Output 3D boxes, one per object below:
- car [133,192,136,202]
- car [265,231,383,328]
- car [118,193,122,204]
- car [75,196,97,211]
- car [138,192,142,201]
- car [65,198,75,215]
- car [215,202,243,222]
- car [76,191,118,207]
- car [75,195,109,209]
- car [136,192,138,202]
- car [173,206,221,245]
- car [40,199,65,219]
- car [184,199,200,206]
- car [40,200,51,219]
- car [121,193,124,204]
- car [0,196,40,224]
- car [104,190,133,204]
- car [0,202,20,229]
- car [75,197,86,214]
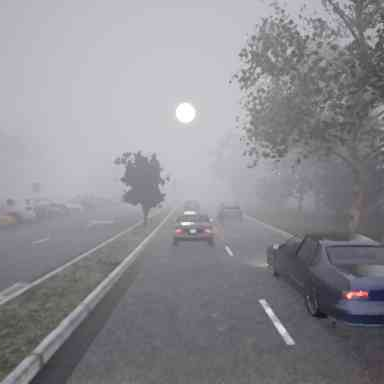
[{"bbox_3d":[-13.938,1.254,65.118,4.553,1.767,2.185,-1,0,-20],"label":"car"},{"bbox_3d":[3.085,1.604,7.458,2.033,1.411,5.357,0,0,0],"label":"car"},{"bbox_3d":[-13.763,1.441,50.176,5.366,1.575,1.946,-1,0,-20],"label":"car"},{"bbox_3d":[-13.907,1.539,38.104,5.008,1.535,2.097,-1,1,-20],"label":"car"},{"bbox_3d":[-13.986,1.372,71.114,4.892,1.521,2.231,-1,0,-20],"label":"car"},{"bbox_3d":[-13.935,1.455,32.092,4.553,1.767,2.185,-1,0,-20],"label":"car"},{"bbox_3d":[3.033,1.588,27.638,2.128,1.511,4.902,0,0,0],"label":"car"},{"bbox_3d":[-13.911,1.217,47.122,5.566,2.045,2.435,-1,0,-20],"label":"car"},{"bbox_3d":[-13.900,1.520,44.120,4.792,1.488,2.163,-1,0,-20],"label":"car"},{"bbox_3d":[-14.006,1.250,68.104,4.553,1.767,2.185,-1,0,-20],"label":"car"},{"bbox_3d":[0.048,1.651,16.091,2.033,1.411,5.357,0,0,0],"label":"car"},{"bbox_3d":[-13.899,1.639,29.104,4.674,1.452,2.002,-1,0,-20],"label":"car"},{"bbox_3d":[-0.003,1.579,40.624,1.994,1.385,4.181,0,0,0],"label":"car"},{"bbox_3d":[-13.916,1.635,26.079,4.792,1.488,2.163,-1,0,-20],"label":"car"},{"bbox_3d":[-14.116,1.430,53.041,5.366,1.575,1.946,-1,1,-20],"label":"car"},{"bbox_3d":[-13.914,1.361,23.079,5.566,2.045,2.435,-1,0,-20],"label":"car"},{"bbox_3d":[-13.983,1.149,59.091,5.566,2.045,2.435,-1,1,-20],"label":"car"},{"bbox_3d":[-13.707,1.607,20.152,5.366,1.575,1.946,-1,0,-20],"label":"car"},{"bbox_3d":[-13.911,1.601,35.103,4.674,1.452,2.002,-1,0,-20],"label":"car"}]
